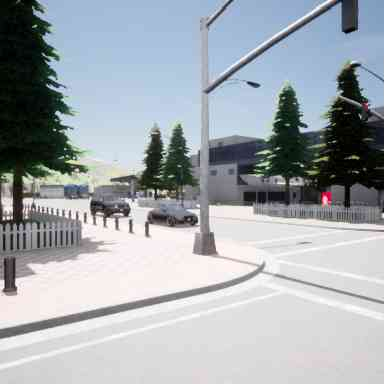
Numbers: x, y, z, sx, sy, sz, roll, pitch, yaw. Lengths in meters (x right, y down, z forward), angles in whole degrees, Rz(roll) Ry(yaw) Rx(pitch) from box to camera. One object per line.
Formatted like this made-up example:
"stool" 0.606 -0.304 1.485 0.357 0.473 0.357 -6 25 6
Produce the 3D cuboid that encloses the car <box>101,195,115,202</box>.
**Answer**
"car" -18.884 1.389 75.056 1.845 1.501 3.633 0 0 -37

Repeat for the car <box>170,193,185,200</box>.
"car" -3.877 1.113 86.017 1.932 1.855 4.605 0 0 -37

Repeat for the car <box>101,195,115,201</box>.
"car" -20.912 1.400 82.792 1.970 1.475 3.806 0 0 -37

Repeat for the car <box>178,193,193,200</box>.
"car" -1.789 1.092 88.079 1.905 1.878 3.866 0 0 -37

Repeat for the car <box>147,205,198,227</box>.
"car" -1.401 1.579 22.884 1.994 1.385 4.181 0 0 -37

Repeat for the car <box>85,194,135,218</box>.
"car" -7.837 1.237 31.401 2.150 2.045 5.566 0 0 -37
